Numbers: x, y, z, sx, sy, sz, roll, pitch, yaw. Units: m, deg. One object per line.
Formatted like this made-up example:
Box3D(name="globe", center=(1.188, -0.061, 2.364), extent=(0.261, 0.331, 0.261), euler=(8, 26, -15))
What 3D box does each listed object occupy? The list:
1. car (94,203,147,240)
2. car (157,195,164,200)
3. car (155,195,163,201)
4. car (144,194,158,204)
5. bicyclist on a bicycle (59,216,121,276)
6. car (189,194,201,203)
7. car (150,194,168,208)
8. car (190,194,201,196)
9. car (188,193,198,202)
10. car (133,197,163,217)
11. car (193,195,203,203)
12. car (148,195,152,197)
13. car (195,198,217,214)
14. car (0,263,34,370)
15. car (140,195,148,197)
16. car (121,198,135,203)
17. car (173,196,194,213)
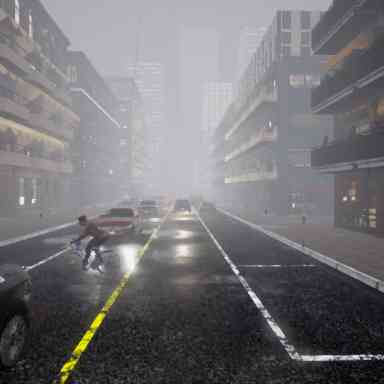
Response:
Box3D(name="car", center=(-3.593, 1.522, 16.962), extent=(1.812, 1.442, 4.674), euler=(0, 0, -2))
Box3D(name="car", center=(-8.562, 1.566, 90.659), extent=(1.802, 1.307, 4.206), euler=(-1, 0, -2))
Box3D(name="car", center=(-8.382, 1.566, 85.060), extent=(1.802, 1.307, 4.206), euler=(-1, 0, -2))
Box3D(name="car", center=(-7.656, 1.302, 62.664), extent=(2.192, 1.841, 5.009), euler=(-1, 0, -2))
Box3D(name="bicyclist on a bicycle", center=(-2.727, 1.453, 8.862), extent=(1.656, 1.620, 0.582), euler=(-2, 0, -2))
Box3D(name="car", center=(0.531, 1.302, 68.503), extent=(2.192, 1.841, 5.009), euler=(-1, 0, -2))
Box3D(name="car", center=(-4.618, 1.341, 48.994), extent=(2.097, 1.767, 4.553), euler=(0, 0, -2))
Box3D(name="car", center=(0.891, 1.303, 57.305), extent=(2.192, 1.841, 5.009), euler=(-1, 0, -2))
Box3D(name="car", center=(0.172, 1.300, 79.702), extent=(2.192, 1.841, 5.009), euler=(-1, 0, -2))
Box3D(name="car", center=(-4.007, 1.498, 31.063), extent=(1.837, 1.490, 4.892), euler=(0, 0, -1))
Box3D(name="car", center=(1.248, 1.515, 46.276), extent=(1.752, 1.417, 4.829), euler=(-1, 0, -2))
Box3D(name="car", center=(-7.090, 1.541, 45.867), extent=(2.008, 1.369, 4.403), euler=(-1, 0, -2))
Box3D(name="car", center=(1.614, 1.574, 34.908), extent=(1.802, 1.307, 4.206), euler=(-1, 0, -2))
Box3D(name="car", center=(-3.142, 1.490, 2.855), extent=(2.128, 1.511, 4.902), euler=(0, 0, -2))
Box3D(name="car", center=(-6.911, 1.431, 40.268), extent=(1.967, 1.590, 4.097), euler=(-1, 0, -2))
Box3D(name="car", center=(-6.730, 1.574, 34.669), extent=(1.802, 1.307, 4.206), euler=(-1, 0, -2))
Box3D(name="car", center=(-1.062, 1.497, 36.937), extent=(1.837, 1.490, 4.892), euler=(0, 0, -2))
